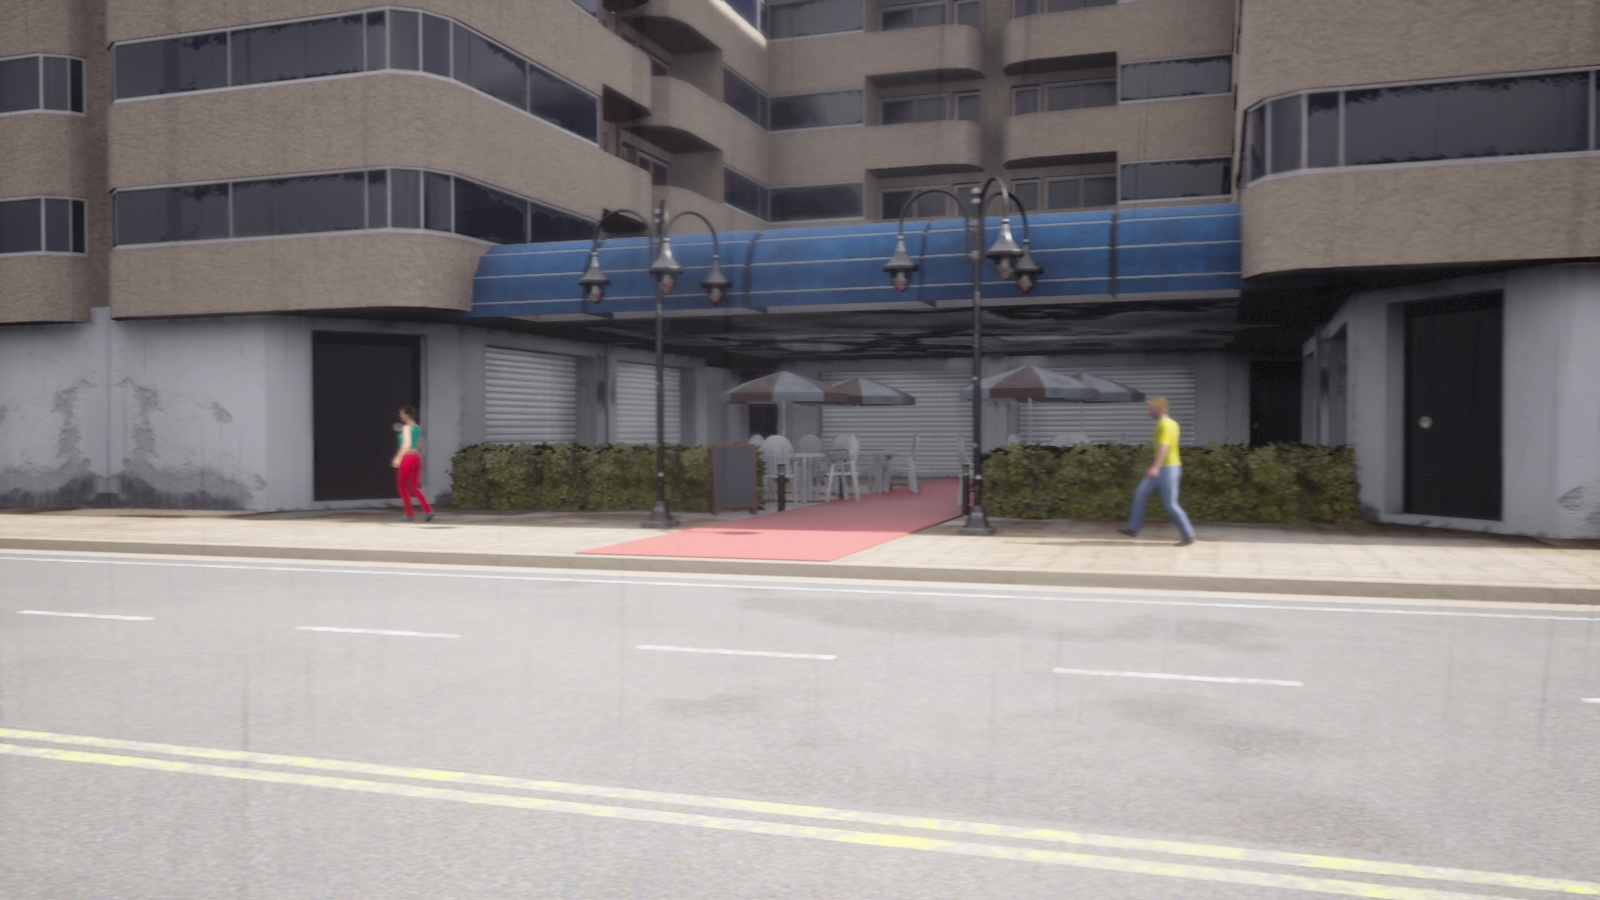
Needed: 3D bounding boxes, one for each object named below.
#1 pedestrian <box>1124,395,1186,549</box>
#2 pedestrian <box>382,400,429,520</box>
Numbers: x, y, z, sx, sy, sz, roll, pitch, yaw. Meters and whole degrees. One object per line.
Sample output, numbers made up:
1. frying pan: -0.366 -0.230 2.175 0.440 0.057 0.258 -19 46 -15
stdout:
1. pedestrian: 4.291 0.258 15.186 0.706 1.836 0.354 0 1 16
2. pedestrian: -6.132 0.149 19.525 0.594 1.836 0.345 0 1 17
